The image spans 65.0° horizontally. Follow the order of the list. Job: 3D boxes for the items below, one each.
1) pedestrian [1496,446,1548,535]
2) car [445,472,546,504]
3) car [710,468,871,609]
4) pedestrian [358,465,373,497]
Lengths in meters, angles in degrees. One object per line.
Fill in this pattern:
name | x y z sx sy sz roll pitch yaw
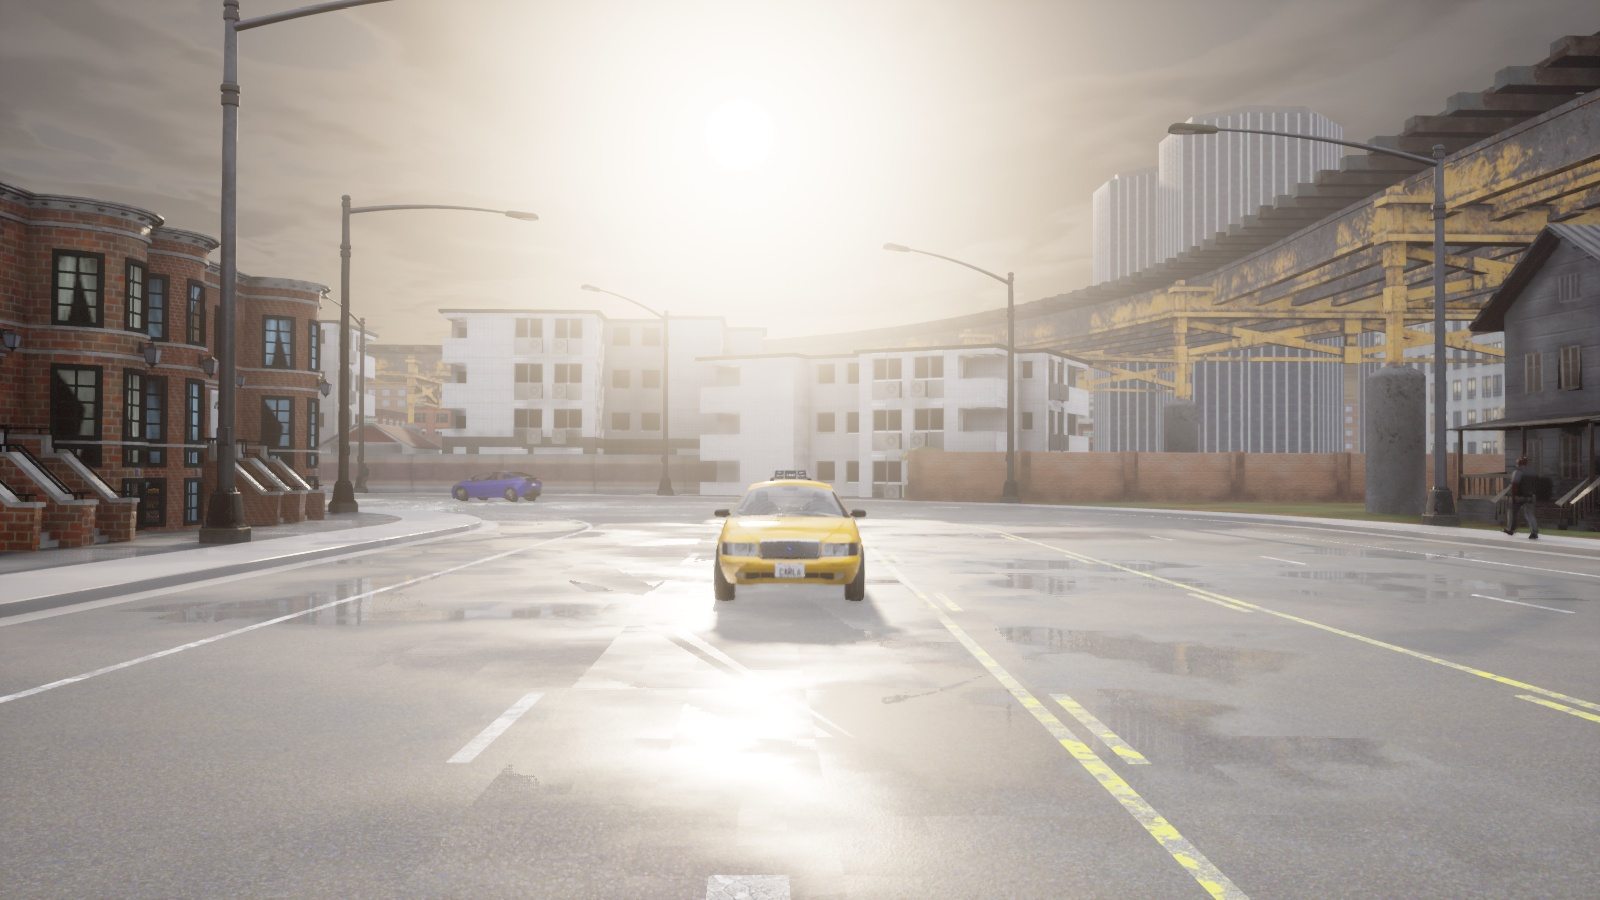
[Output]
pedestrian | 15.485 0.859 26.944 0.563 1.883 0.849 0 -1 -5
car | -14.958 1.856 61.763 4.514 1.525 2.007 -1 -1 22
car | -0.120 1.036 16.801 1.801 1.575 5.366 0 -1 0
pedestrian | -25.009 1.779 72.221 0.726 1.835 0.370 0 -1 5
